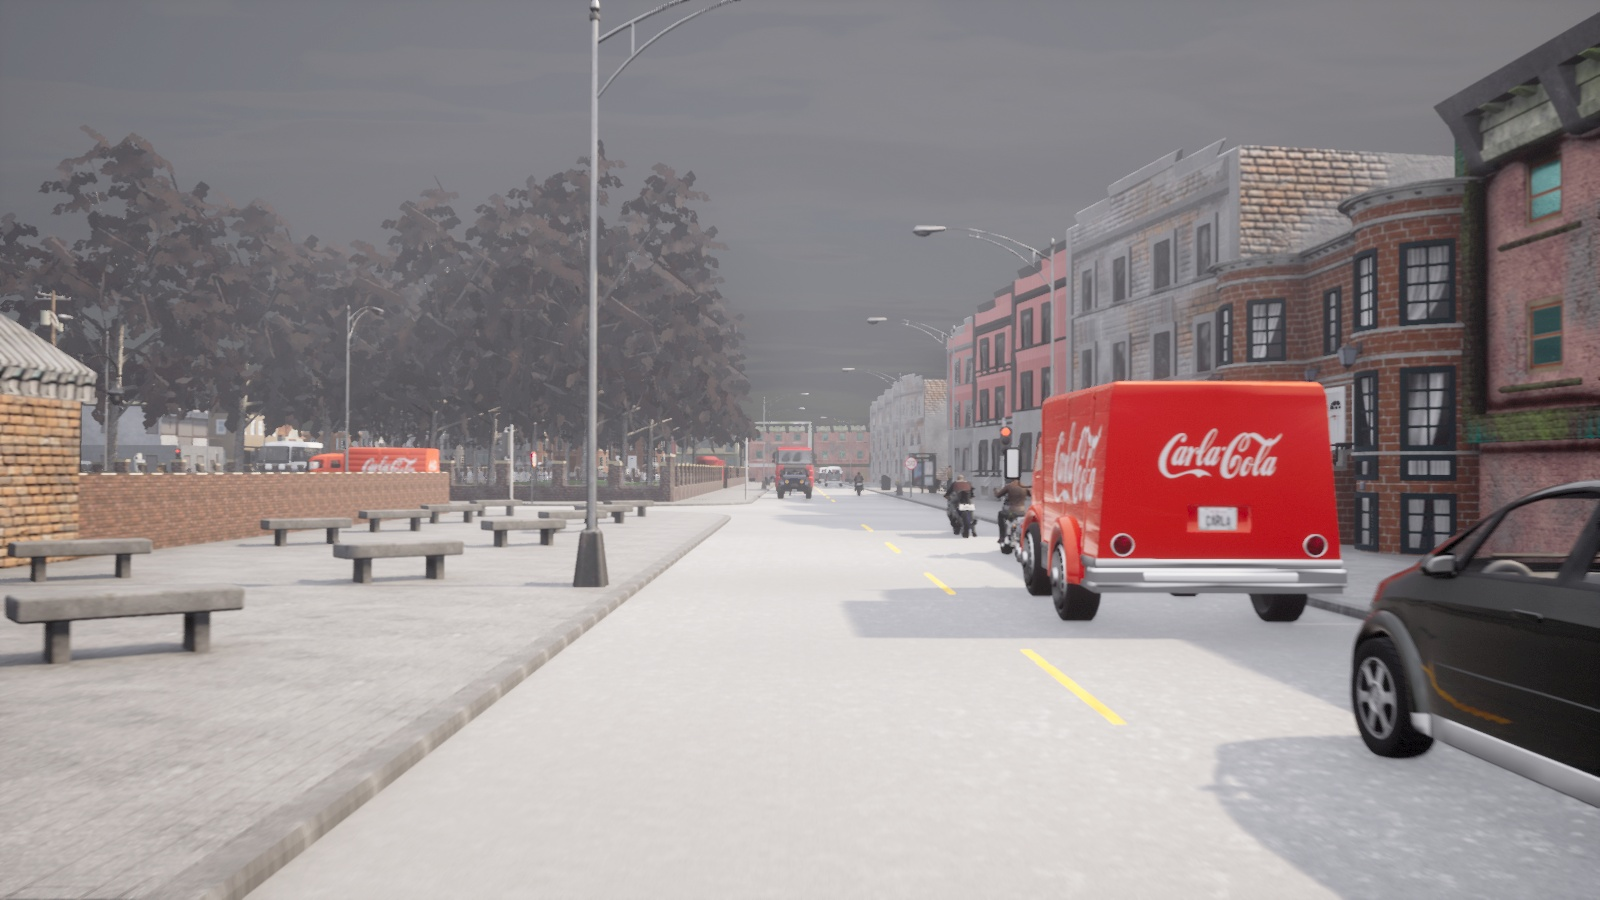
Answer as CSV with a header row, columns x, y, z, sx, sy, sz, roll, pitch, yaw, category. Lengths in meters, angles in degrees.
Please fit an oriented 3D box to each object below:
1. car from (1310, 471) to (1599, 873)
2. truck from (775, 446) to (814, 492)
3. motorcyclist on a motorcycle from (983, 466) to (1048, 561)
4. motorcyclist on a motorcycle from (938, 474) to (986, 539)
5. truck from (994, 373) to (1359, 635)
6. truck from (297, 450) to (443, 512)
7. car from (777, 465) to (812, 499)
x,y,z,sx,sy,sz,roll,pitch,yaw,category
3.985,0.873,5.736,1.789,1.549,3.705,0,-1,0,car
-0.427,1.476,98.057,2.891,3.462,7.936,0,-1,0,truck
3.940,1.137,23.144,0.766,1.649,2.350,0,-1,0,motorcyclist on a motorcycle
3.906,1.345,30.494,0.866,1.530,2.191,0,-1,0,motorcyclist on a motorcycle
3.962,0.555,14.490,2.627,2.467,5.204,0,-1,0,truck
-17.853,1.276,52.372,5.204,2.467,2.627,0,-1,-1,truck
-0.284,1.813,71.766,1.905,1.878,3.866,0,-1,0,car
